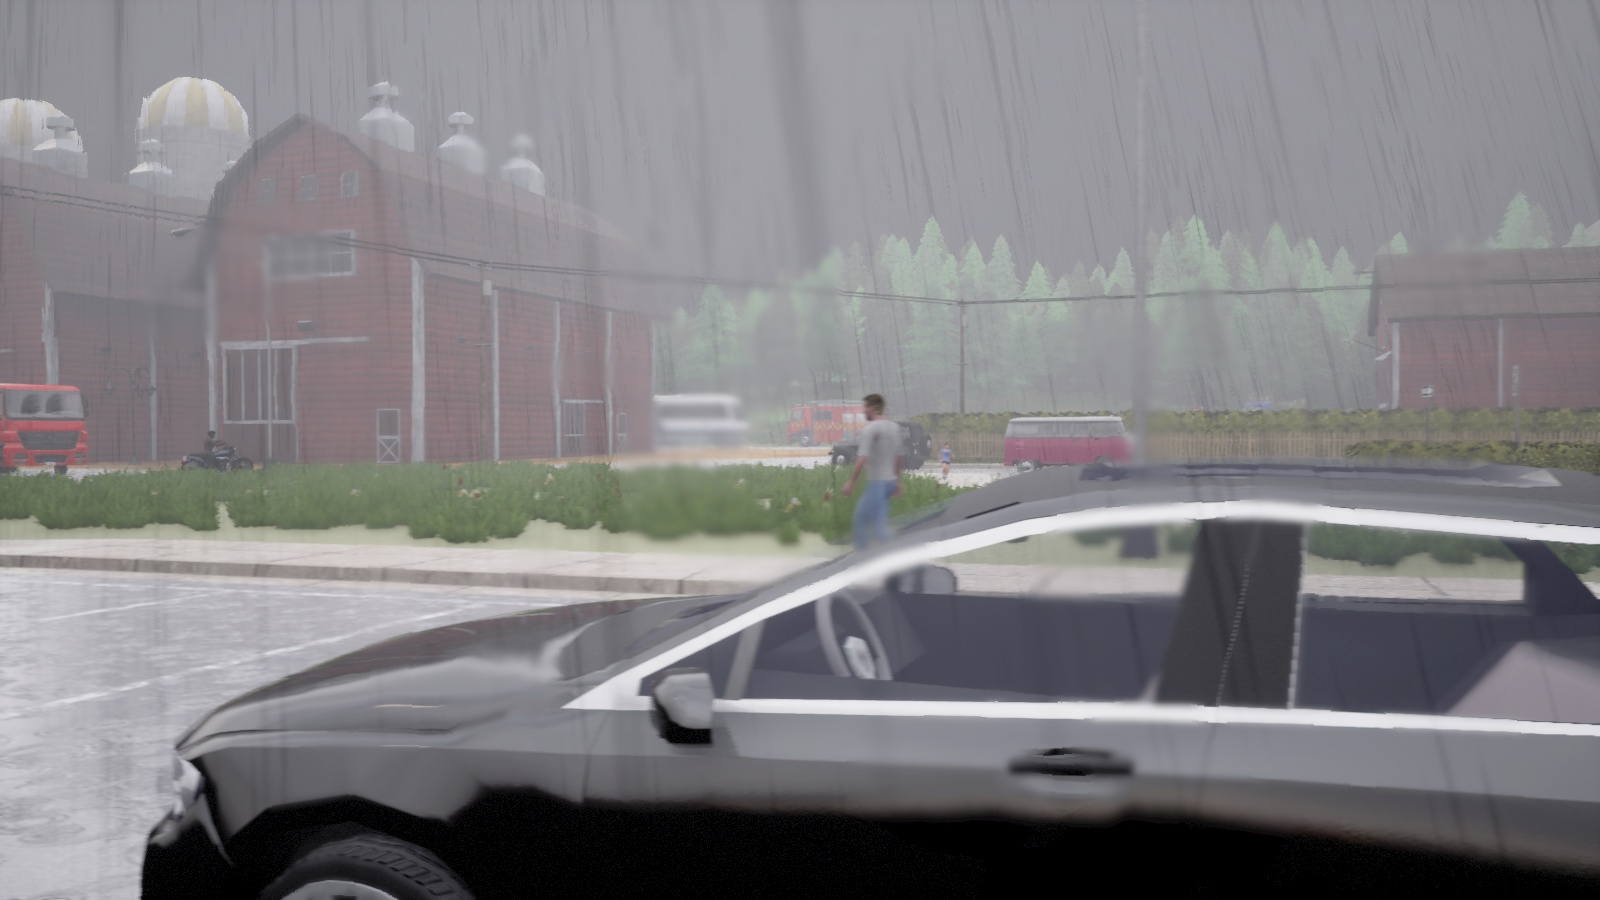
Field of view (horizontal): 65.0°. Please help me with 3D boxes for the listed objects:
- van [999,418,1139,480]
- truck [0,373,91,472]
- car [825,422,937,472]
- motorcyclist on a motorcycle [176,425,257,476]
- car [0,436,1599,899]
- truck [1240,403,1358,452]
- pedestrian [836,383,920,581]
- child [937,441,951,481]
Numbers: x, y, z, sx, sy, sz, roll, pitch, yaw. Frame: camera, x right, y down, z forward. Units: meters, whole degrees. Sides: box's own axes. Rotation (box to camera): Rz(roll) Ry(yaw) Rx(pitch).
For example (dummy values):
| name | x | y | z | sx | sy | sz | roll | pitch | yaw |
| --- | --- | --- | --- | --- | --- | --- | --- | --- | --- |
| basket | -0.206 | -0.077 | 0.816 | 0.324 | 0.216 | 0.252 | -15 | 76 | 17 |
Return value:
| name | x | y | z | sx | sy | sz | roll | pitch | yaw |
| --- | --- | --- | --- | --- | --- | --- | --- | --- | --- |
| van | 9.078 | -0.065 | 42.365 | 4.442 | 1.987 | 1.775 | 1 | 1 | 19 |
| truck | -30.263 | -1.027 | 47.244 | 7.936 | 3.462 | 2.891 | 1 | 1 | 33 |
| car | 3.103 | -0.141 | 48.365 | 3.866 | 1.878 | 1.905 | 1 | 1 | 25 |
| motorcyclist on a motorcycle | -19.668 | 0.004 | 42.382 | 0.766 | 1.649 | 2.350 | 1 | 1 | 43 |
| car | 0.691 | 0.738 | 2.960 | 4.902 | 1.511 | 2.128 | 1 | 1 | 19 |
| truck | 36.505 | -1.636 | 92.220 | 7.936 | 3.462 | 2.891 | 0 | 1 | 20 |
| pedestrian | 0.741 | 0.293 | 11.977 | 0.706 | 1.836 | 0.354 | 1 | 1 | 32 |
| child | 4.035 | 0.313 | 35.214 | 0.255 | 1.110 | 0.394 | 0 | 1 | -12 |
